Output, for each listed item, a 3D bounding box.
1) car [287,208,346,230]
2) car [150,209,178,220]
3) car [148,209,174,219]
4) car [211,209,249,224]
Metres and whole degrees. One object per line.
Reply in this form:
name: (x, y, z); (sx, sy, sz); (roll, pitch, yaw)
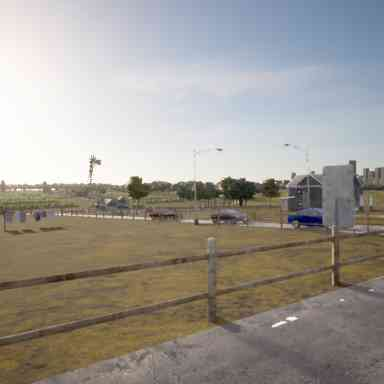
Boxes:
car: (9.753, 2.029, 25.659); (1.882, 1.535, 5.008); (0, -2, -36)
car: (-3.771, 3.093, 44.568); (1.895, 1.301, 4.718); (0, -2, -36)
car: (-4.780, 3.302, 51.023); (1.994, 1.385, 4.181); (0, -2, -36)
car: (3.777, 2.485, 34.003); (1.812, 1.442, 4.674); (0, -2, -36)
